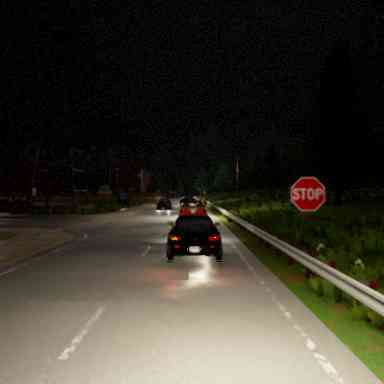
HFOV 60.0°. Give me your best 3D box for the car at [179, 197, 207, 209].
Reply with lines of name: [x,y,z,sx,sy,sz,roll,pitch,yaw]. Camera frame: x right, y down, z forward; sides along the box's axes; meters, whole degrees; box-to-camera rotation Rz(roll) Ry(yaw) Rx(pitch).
car: [0.083,1.406,26.215,2.097,1.767,4.553,0,0,0]

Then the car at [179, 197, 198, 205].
car: [-0.762,1.663,64.753,1.812,1.442,4.674,0,0,-29]

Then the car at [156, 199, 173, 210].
car: [-3.570,1.641,44.018,2.033,1.411,5.357,0,0,0]

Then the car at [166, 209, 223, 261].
car: [0.081,1.552,12.233,1.812,1.442,4.674,0,0,0]
